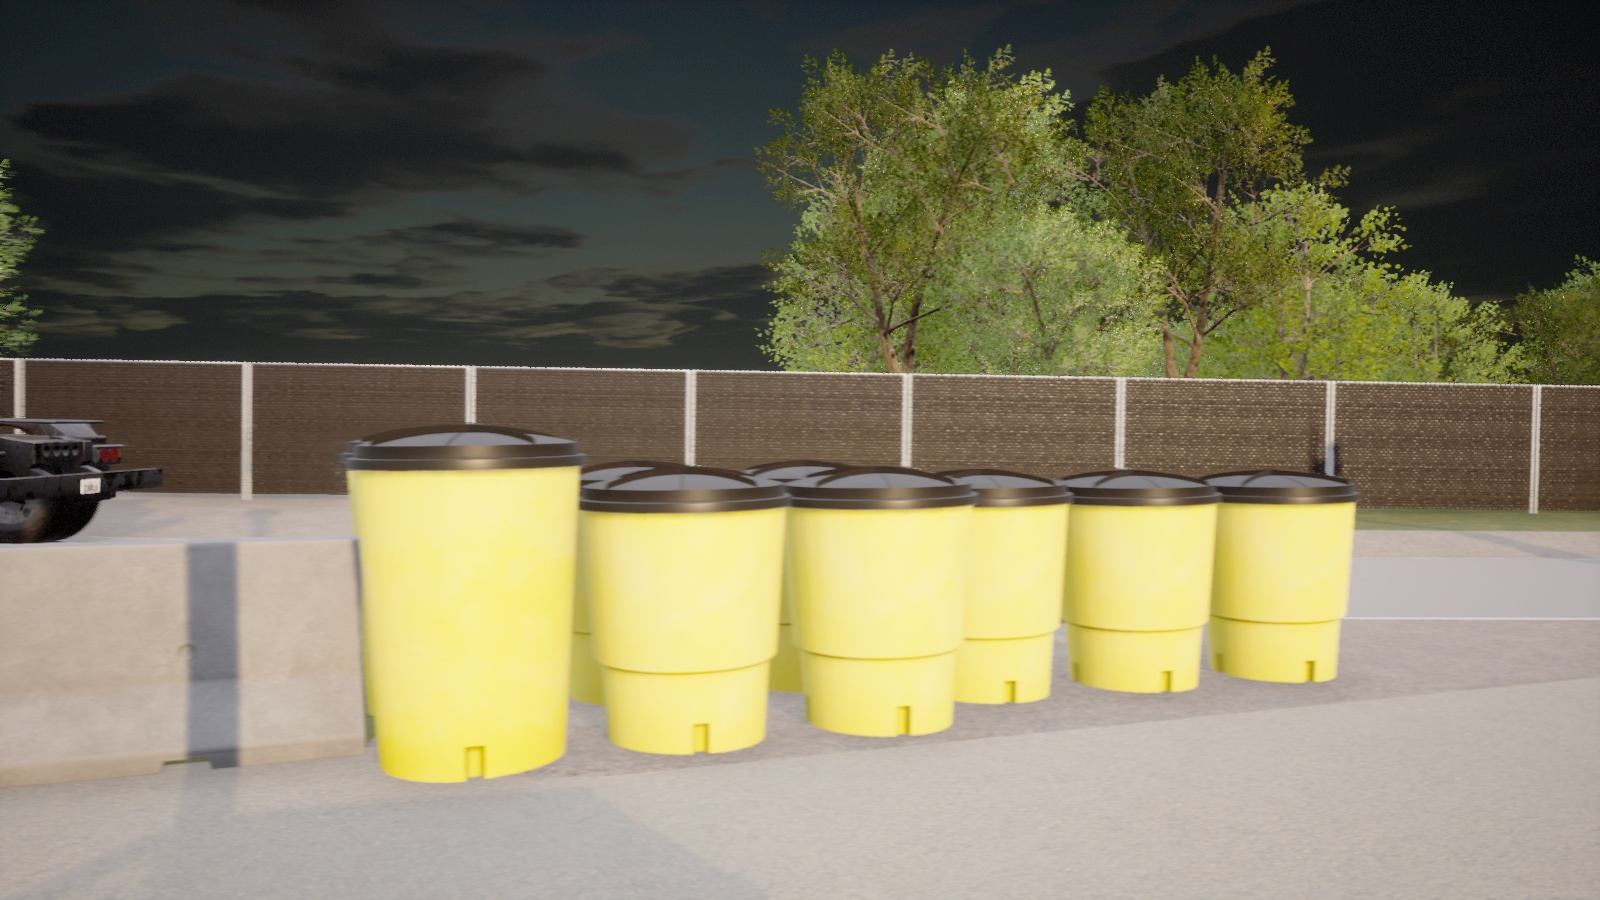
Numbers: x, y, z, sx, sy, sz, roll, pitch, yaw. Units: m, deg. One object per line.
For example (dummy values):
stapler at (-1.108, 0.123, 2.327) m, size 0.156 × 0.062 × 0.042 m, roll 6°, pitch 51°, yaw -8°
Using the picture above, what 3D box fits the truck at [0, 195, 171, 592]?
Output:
truck at (-10.888, -0.527, 12.382) m, size 7.936 × 3.462 × 2.891 m, roll 0°, pitch 2°, yaw 3°
